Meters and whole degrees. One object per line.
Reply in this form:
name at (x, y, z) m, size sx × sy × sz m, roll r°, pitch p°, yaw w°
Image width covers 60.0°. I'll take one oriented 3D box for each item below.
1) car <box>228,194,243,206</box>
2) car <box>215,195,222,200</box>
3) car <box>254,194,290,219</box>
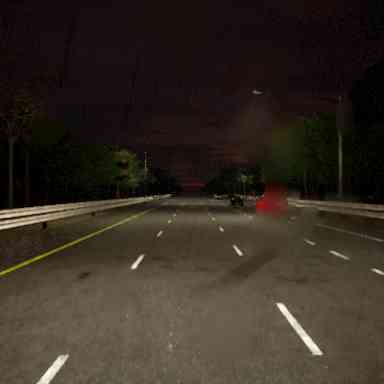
car at (7.086, 1.550, 53.531) m, size 1.837 × 1.490 × 4.892 m, roll 0°, pitch 0°, yaw 0°
car at (7.605, 1.590, 94.178) m, size 1.895 × 1.301 × 4.718 m, roll 0°, pitch 0°, yaw 8°
car at (7.037, 1.224, 29.598) m, size 2.150 × 2.045 × 5.566 m, roll 0°, pitch 0°, yaw 0°
